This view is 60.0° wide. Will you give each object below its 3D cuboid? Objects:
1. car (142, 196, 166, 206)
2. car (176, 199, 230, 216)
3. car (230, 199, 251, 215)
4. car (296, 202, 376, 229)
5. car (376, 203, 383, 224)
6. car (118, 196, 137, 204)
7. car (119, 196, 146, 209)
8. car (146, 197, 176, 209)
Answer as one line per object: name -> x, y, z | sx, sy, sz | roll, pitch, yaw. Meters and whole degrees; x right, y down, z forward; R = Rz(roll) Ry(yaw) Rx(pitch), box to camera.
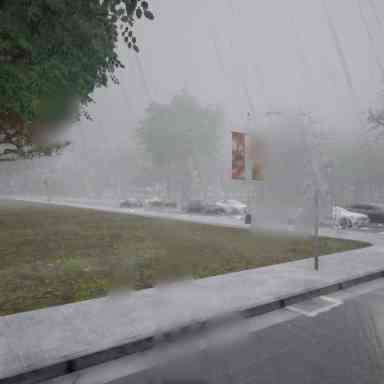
car -> -6.296, 1.489, 54.628 | 1.812, 1.442, 4.674 | 0, 0, -36
car -> 0.998, 1.528, 32.862 | 2.033, 1.411, 5.357 | 0, 0, -35
car -> 4.001, 1.502, 34.257 | 1.812, 1.442, 4.674 | 0, 0, -35
car -> 8.992, 1.518, 21.638 | 1.812, 1.442, 4.674 | 0, 0, -36
car -> 12.323, 1.495, 22.564 | 1.837, 1.490, 4.892 | 0, 0, -35
car -> -12.288, 1.486, 63.041 | 1.812, 1.442, 4.674 | 0, 0, -35
car -> -8.455, 1.498, 46.188 | 1.812, 1.442, 4.674 | 0, 0, -35
car -> -3.933, 1.571, 45.417 | 1.895, 1.301, 4.718 | 0, 0, -35
